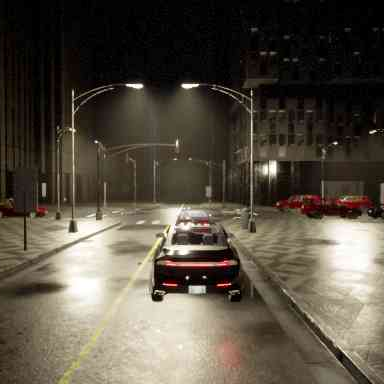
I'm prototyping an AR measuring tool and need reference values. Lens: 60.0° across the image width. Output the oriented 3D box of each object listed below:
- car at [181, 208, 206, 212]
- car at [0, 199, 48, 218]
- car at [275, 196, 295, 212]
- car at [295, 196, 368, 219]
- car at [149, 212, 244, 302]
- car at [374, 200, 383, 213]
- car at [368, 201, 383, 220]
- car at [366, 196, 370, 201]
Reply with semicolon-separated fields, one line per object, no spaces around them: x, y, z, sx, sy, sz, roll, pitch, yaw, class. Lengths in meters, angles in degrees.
0.077;1.550;17.944;2.033;1.411;5.357;0;0;0;car
-14.959;1.567;29.035;4.507;1.381;1.887;0;1;0;car
12.055;1.325;37.676;5.009;1.841;2.192;0;1;0;car
12.082;1.463;29.152;5.009;1.841;2.192;0;1;0;car
0.089;1.490;8.235;2.128;1.511;4.902;0;0;0;car
23.340;1.635;37.729;4.313;1.339;1.947;0;1;0;car
17.725;1.743;29.180;4.313;1.339;1.947;0;1;0;car
17.698;1.354;37.701;5.009;1.841;2.192;0;1;0;car
